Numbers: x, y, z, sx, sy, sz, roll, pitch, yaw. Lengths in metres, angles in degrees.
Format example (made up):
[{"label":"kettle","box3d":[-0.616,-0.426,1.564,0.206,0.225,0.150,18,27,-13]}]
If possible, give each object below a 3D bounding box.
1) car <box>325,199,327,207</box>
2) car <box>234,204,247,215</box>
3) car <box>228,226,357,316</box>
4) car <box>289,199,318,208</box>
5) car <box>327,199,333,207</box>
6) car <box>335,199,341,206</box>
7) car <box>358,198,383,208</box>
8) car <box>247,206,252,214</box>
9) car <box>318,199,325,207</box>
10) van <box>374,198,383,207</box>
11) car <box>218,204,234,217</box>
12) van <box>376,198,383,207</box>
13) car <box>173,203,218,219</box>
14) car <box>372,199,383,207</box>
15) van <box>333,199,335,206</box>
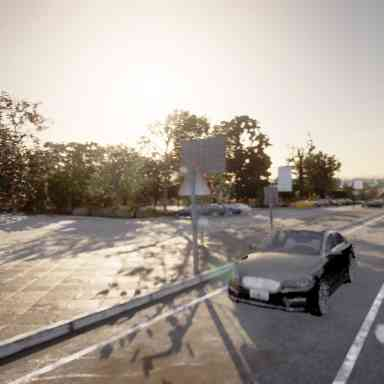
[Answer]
[{"label":"car","box3d":[27.100,2.695,74.617,4.674,1.452,2.002,-1,-2,35]},{"label":"car","box3d":[3.886,2.198,42.060,5.008,1.535,2.097,-1,-1,35]},{"label":"car","box3d":[2.636,1.627,8.037,2.128,1.511,4.902,-1,-1,36]},{"label":"car","box3d":[22.257,2.532,67.811,5.008,1.535,2.097,-1,-1,35]},{"label":"car","box3d":[30.356,2.626,79.137,4.553,1.767,2.185,-1,-2,35]},{"label":"car","box3d":[35.173,2.956,85.955,4.674,1.452,2.002,-1,-2,35]},{"label":"car","box3d":[34.513,2.344,62.472,4.892,1.521,2.231,-1,-2,35]},{"label":"car","box3d":[5.720,2.271,44.618,4.674,1.452,2.002,-1,-1,35]},{"label":"car","box3d":[25.480,2.609,72.351,5.008,1.535,2.097,-1,-1,35]},{"label":"van","box3d":[44.353,2.408,76.110,4.442,1.987,1.878,-1,-2,35]},{"label":"car","box3d":[1.995,2.165,39.388,4.892,1.521,2.231,-1,-1,35]},{"label":"van","box3d":[47.411,2.524,80.814,4.442,1.987,1.878,-1,-2,35]},{"label":"car","box3d":[0.092,2.171,36.721,4.674,1.452,2.002,-1,-1,36]},{"label":"car","box3d":[42.660,2.453,73.871,4.553,1.767,2.185,-1,-2,35]},{"label":"van","box3d":[31.848,2.581,81.490,4.442,1.987,1.878,-1,-2,35]}]
